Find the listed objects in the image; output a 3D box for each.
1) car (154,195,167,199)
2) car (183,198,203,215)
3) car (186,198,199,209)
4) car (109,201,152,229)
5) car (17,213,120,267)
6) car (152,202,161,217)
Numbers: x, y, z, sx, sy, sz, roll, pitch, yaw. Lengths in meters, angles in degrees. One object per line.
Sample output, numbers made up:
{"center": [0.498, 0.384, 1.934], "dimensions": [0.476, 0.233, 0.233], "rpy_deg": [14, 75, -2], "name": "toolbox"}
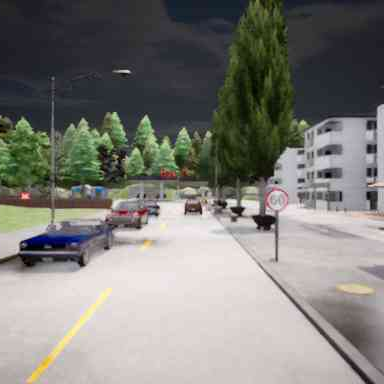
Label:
{"center": [-8.975, 1.549, 94.060], "dimensions": [3.633, 1.501, 1.845], "rpy_deg": [0, 0, 0], "name": "car"}
{"center": [0.124, 1.528, 34.927], "dimensions": [1.882, 1.535, 5.008], "rpy_deg": [0, 0, 0], "name": "car"}
{"center": [0.077, 1.594, 47.280], "dimensions": [1.812, 1.442, 4.674], "rpy_deg": [0, 0, 1], "name": "car"}
{"center": [-4.086, 1.384, 21.563], "dimensions": [2.097, 1.767, 4.553], "rpy_deg": [0, 0, 0], "name": "car"}
{"center": [-4.099, 1.618, 11.669], "dimensions": [1.895, 1.301, 4.718], "rpy_deg": [0, 0, 0], "name": "car"}
{"center": [-4.041, 1.610, 31.519], "dimensions": [1.994, 1.385, 4.181], "rpy_deg": [0, 0, 1], "name": "car"}
